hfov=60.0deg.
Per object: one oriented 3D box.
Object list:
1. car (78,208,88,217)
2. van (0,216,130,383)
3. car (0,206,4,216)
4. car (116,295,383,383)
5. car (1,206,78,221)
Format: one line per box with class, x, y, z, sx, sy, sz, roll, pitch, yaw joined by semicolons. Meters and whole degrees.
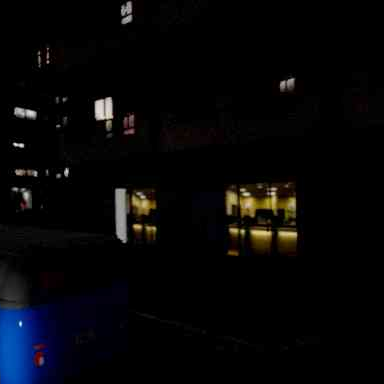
car;-10.938;2.121;37.971;1.947;1.339;4.313;-2;-2;36
van;-2.691;1.394;4.772;3.998;1.788;1.690;-1;-1;36
car;-17.596;1.934;28.871;1.967;1.590;4.097;-2;-2;36
car;1.807;1.433;1.566;4.097;1.590;1.967;-1;-1;36
car;-10.833;1.820;23.921;1.947;1.339;4.313;-2;-2;36
